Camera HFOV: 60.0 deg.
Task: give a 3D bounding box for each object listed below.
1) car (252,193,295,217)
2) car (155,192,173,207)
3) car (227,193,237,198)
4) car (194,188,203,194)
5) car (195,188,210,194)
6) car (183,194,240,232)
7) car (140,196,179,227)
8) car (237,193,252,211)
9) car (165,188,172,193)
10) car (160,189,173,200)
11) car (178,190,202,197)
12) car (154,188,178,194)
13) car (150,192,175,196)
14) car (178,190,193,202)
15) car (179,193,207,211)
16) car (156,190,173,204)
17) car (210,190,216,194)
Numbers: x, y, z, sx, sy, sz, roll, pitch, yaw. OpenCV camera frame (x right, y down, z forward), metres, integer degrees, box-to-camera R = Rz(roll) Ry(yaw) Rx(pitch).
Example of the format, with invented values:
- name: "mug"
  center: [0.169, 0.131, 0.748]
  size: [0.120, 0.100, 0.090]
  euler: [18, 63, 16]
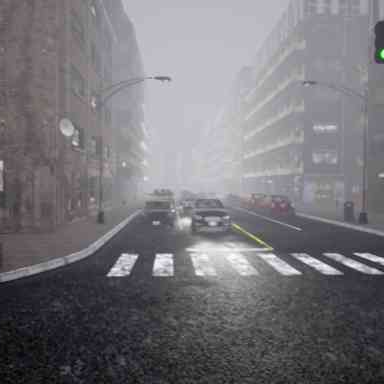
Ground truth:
- name: "car"
  center: [6.118, 0.938, 24.737]
  size: [1.967, 1.590, 4.097]
  euler: [0, 1, -4]
- name: "car"
  center: [-2.959, 0.730, 35.371]
  size: [1.752, 1.417, 4.829]
  euler: [0, 1, -4]
- name: "car"
  center: [5.030, 0.739, 41.749]
  size: [1.802, 1.307, 4.206]
  euler: [0, 1, -4]
- name: "car"
  center: [1.769, -0.409, 92.774]
  size: [1.967, 1.590, 4.097]
  euler: [0, 1, -4]
- name: "car"
  center: [1.390, 0.315, 57.224]
  size: [2.128, 1.511, 4.902]
  euler: [0, 1, -4]
- name: "car"
  center: [0.811, 1.089, 17.130]
  size: [2.128, 1.511, 4.902]
  euler: [0, 1, -3]
- name: "car"
  center: [-1.883, 1.110, 18.532]
  size: [1.947, 1.339, 4.313]
  euler: [0, 1, -4]
- name: "car"
  center: [5.756, 0.824, 30.407]
  size: [1.967, 1.590, 4.097]
  euler: [0, 1, -4]
- name: "car"
  center: [-6.595, -0.353, 92.239]
  size: [1.947, 1.339, 4.313]
  euler: [0, 1, -4]
- name: "car"
  center: [-4.057, 0.302, 52.548]
  size: [1.967, 1.590, 4.097]
  euler: [0, 1, -4]
- name: "car"
  center: [-0.416, 0.773, 36.366]
  size: [1.994, 1.385, 4.181]
  euler: [0, 1, -4]
- name: "car"
  center: [-2.606, 0.630, 29.866]
  size: [2.192, 1.841, 5.009]
  euler: [0, 1, -4]
- name: "car"
  center: [-2.234, 0.958, 24.031]
  size: [1.752, 1.417, 4.829]
  euler: [0, 1, -4]
- name: "car"
  center: [-1.011, 0.488, 46.355]
  size: [1.882, 1.535, 5.008]
  euler: [0, 1, -3]
- name: "car"
  center: [0.209, 1.010, 26.411]
  size: [1.895, 1.301, 4.718]
  euler: [0, 1, -4]
- name: "car"
  center: [-3.332, 0.527, 41.209]
  size: [1.967, 1.590, 4.097]
  euler: [0, 1, -4]
- name: "car"
  center: [3.580, 0.257, 64.427]
  size: [2.008, 1.369, 4.403]
  euler: [0, 1, -4]
